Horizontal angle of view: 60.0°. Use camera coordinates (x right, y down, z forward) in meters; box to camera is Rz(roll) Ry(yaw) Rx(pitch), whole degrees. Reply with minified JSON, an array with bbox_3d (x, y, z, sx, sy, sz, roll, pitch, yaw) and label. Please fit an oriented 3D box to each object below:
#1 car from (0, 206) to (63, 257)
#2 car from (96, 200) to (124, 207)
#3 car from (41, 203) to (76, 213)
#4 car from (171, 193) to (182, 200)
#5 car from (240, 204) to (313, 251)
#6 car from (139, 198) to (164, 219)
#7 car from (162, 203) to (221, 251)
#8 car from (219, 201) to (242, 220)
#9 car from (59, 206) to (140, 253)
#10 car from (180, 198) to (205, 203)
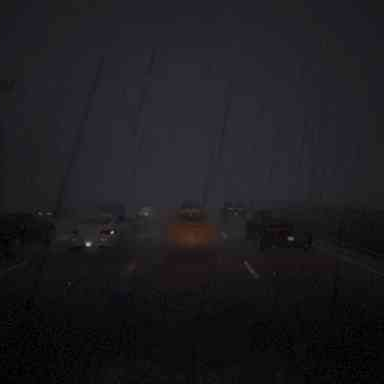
[{"bbox_3d":[-7.013,1.506,12.947,1.837,1.490,4.892,0,0,0],"label":"car"},{"bbox_3d":[-7.094,1.476,29.118,1.882,1.535,5.008,0,0,0],"label":"car"},{"bbox_3d":[-10.608,1.547,25.732,2.033,1.411,5.357,0,0,0],"label":"car"},{"bbox_3d":[-4.011,1.200,95.525,2.150,2.045,5.566,0,0,0],"label":"car"},{"bbox_3d":[3.489,1.477,14.166,1.882,1.535,5.008,0,0,0],"label":"car"},{"bbox_3d":[-3.597,1.524,28.629,1.812,1.442,4.674,0,0,0],"label":"car"},{"bbox_3d":[-0.011,1.477,14.137,1.882,1.535,5.008,0,0,0],"label":"car"},{"bbox_3d":[3.401,1.491,27.976,2.128,1.511,4.902,0,0,0],"label":"car"},{"bbox_3d":[-3.514,1.525,13.623,1.812,1.442,4.674,0,0,0],"label":"car"},{"bbox_3d":[-0.099,1.505,27.984,1.837,1.490,4.892,0,0,0],"label":"car"}]
